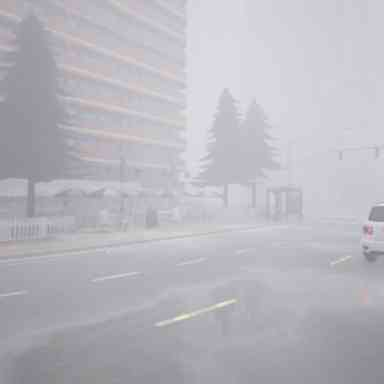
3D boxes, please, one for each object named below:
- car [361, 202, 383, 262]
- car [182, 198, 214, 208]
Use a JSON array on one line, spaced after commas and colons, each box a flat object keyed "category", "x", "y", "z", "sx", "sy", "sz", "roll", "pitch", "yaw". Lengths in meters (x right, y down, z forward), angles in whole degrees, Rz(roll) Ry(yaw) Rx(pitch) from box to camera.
[{"category": "car", "x": 7.854, "y": 1.373, "z": 11.868, "sx": 2.150, "sy": 2.045, "sz": 5.566, "roll": 0, "pitch": 0, "yaw": 43}, {"category": "car", "x": 0.571, "y": 1.977, "z": 52.734, "sx": 4.902, "sy": 1.511, "sz": 2.128, "roll": 0, "pitch": -1, "yaw": 43}]
